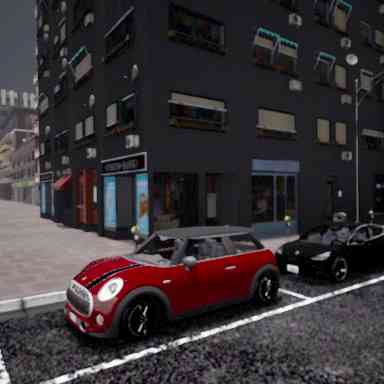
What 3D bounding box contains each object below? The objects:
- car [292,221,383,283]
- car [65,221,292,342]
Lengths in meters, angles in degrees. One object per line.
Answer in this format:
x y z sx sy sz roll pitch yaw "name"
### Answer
4.307 1.557 9.653 4.313 1.339 1.947 0 -1 -36 "car"
-0.252 1.437 6.398 4.097 1.590 1.967 0 -1 -36 "car"
